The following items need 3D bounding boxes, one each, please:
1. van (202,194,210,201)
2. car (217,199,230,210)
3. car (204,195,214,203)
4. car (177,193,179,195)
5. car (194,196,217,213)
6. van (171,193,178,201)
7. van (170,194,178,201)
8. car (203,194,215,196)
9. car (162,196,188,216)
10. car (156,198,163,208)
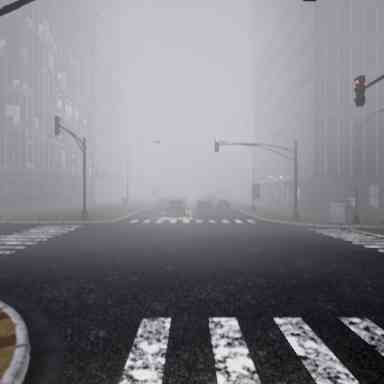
[{"bbox_3d":[3.456,1.287,80.628,1.690,1.788,3.998,0,0,0],"label":"van"},{"bbox_3d":[3.793,1.561,41.937,1.947,1.339,4.313,0,0,0],"label":"car"},{"bbox_3d":[3.538,1.403,69.573,1.967,1.590,4.097,0,0,0],"label":"car"},{"bbox_3d":[-1.767,1.518,64.669,2.033,1.411,5.357,0,0,0],"label":"car"},{"bbox_3d":[1.303,1.491,37.033,2.128,1.511,4.902,0,0,0],"label":"car"},{"bbox_3d":[-4.465,1.279,86.096,1.690,1.788,3.998,0,0,0],"label":"van"},{"bbox_3d":[-4.424,1.287,80.569,1.690,1.788,3.998,0,0,0],"label":"van"},{"bbox_3d":[3.579,1.286,64.045,2.192,1.841,5.009,0,0,0],"label":"car"},{"bbox_3d":[-1.605,1.481,33.420,1.882,1.535,5.008,0,0,0],"label":"car"},{"bbox_3d":[-4.177,1.573,47.404,1.802,1.307,4.206,0,0,0],"label":"car"}]
